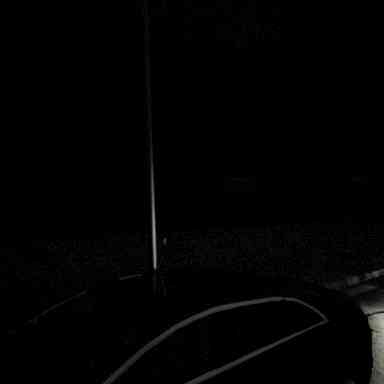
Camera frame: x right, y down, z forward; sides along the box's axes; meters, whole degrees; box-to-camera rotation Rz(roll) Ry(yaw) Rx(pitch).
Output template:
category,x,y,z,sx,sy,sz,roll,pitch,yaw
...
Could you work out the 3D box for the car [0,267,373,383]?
category,x,y,z,sx,sy,sz,roll,pitch,yaw
car,-0.365,1.519,2.779,4.902,1.511,2.128,0,-1,-36
